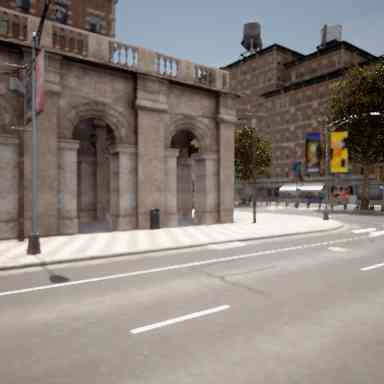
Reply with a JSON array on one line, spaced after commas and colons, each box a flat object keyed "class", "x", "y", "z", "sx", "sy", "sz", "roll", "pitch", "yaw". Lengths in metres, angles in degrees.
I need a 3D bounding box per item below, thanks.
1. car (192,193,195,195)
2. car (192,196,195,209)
[{"class": "car", "x": 0.999, "y": 1.238, "z": 69.082, "sx": 2.150, "sy": 2.045, "sz": 5.566, "roll": 0, "pitch": 0, "yaw": -36}, {"class": "car", "x": -0.011, "y": 1.607, "z": 45.199, "sx": 1.895, "sy": 1.301, "sz": 4.718, "roll": 0, "pitch": 0, "yaw": -36}]
